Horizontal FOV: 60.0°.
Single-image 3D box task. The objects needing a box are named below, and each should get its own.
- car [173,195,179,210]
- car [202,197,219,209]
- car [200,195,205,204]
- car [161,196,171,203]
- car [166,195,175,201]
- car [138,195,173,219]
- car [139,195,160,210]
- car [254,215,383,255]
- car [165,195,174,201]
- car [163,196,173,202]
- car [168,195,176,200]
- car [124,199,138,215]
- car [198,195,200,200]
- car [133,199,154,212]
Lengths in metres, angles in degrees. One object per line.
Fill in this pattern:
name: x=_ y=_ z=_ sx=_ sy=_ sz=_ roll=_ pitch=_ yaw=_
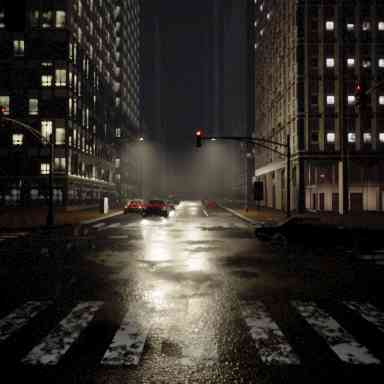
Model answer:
car: x=-3.117 y=1.507 z=42.320 sx=2.128 sy=1.511 sz=4.902 roll=0 pitch=0 yaw=0
car: x=2.681 y=1.599 z=45.034 sx=1.802 sy=1.307 sz=4.206 roll=1 pitch=0 yaw=0
car: x=2.677 y=1.547 z=56.360 sx=1.752 sy=1.417 sz=4.829 roll=1 pitch=0 yaw=0
car: x=-5.712 y=1.573 z=72.844 sx=1.887 sy=1.381 sz=4.507 roll=1 pitch=0 yaw=0
car: x=-5.721 y=1.586 z=89.569 sx=2.008 sy=1.369 sz=4.403 roll=1 pitch=0 yaw=0
car: x=-3.125 y=1.363 z=29.461 sx=2.097 sy=1.767 sz=4.553 roll=0 pitch=0 yaw=0
car: x=-5.694 y=1.332 z=44.968 sx=2.192 sy=1.841 sz=5.009 roll=1 pitch=0 yaw=0
car: x=4.977 y=1.601 z=13.189 sx=4.718 sy=1.301 sz=1.895 roll=0 pitch=0 yaw=22
car: x=-5.718 y=1.578 z=83.994 sx=1.887 sy=1.381 sz=4.507 roll=1 pitch=0 yaw=0
car: x=-5.715 y=1.581 z=78.419 sx=2.008 sy=1.369 sz=4.403 roll=1 pitch=0 yaw=0
car: x=-5.724 y=1.604 z=95.144 sx=1.947 sy=1.339 sz=4.313 roll=1 pitch=0 yaw=0
car: x=-5.690 y=1.453 z=33.818 sx=1.967 sy=1.590 sz=4.097 roll=1 pitch=0 yaw=0
car: x=2.673 y=1.590 z=61.767 sx=1.947 sy=1.339 sz=4.313 roll=1 pitch=0 yaw=0
car: x=-5.696 y=1.597 z=39.393 sx=1.802 sy=1.307 sz=4.206 roll=1 pitch=0 yaw=0
